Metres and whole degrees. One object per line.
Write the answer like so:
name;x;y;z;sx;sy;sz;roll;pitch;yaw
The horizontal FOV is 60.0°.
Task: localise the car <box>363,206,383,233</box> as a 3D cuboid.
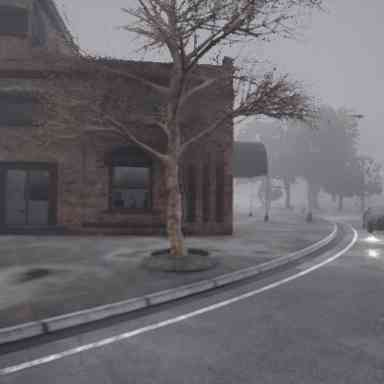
car;11.618;1.579;20.254;1.882;1.535;5.008;0;0;23
